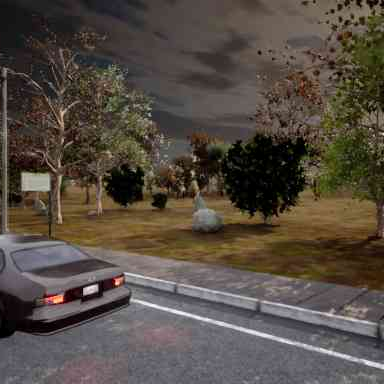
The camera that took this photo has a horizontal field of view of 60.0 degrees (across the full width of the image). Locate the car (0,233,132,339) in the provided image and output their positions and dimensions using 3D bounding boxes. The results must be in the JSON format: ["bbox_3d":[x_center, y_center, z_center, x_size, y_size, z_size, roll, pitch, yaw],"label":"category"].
[{"bbox_3d":[-3.596,1.548,6.569,5.357,1.411,2.033,0,0,36],"label":"car"}]
